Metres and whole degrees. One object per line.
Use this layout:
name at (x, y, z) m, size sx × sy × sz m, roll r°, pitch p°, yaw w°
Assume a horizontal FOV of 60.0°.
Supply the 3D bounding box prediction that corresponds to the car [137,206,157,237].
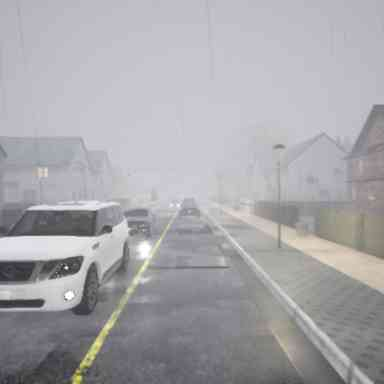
car at (-3.009, 1.569, 18.425) m, size 1.837 × 1.490 × 4.892 m, roll 0°, pitch 0°, yaw 0°

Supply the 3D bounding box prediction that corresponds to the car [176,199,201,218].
car at (-0.228, 1.646, 31.067) m, size 1.994 × 1.385 × 4.181 m, roll 0°, pitch 0°, yaw 0°

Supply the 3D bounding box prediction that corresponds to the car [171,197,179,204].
car at (-3.509, 1.744, 69.177) m, size 1.895 × 1.301 × 4.718 m, roll 0°, pitch 0°, yaw -2°

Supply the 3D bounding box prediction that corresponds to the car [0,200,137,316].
car at (-2.913, 1.257, 7.947) m, size 2.150 × 2.045 × 5.566 m, roll 0°, pitch 0°, yaw 0°

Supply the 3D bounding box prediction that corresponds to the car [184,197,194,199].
car at (-0.379, 1.466, 45.563) m, size 2.097 × 1.767 × 4.553 m, roll 0°, pitch 0°, yaw 0°
